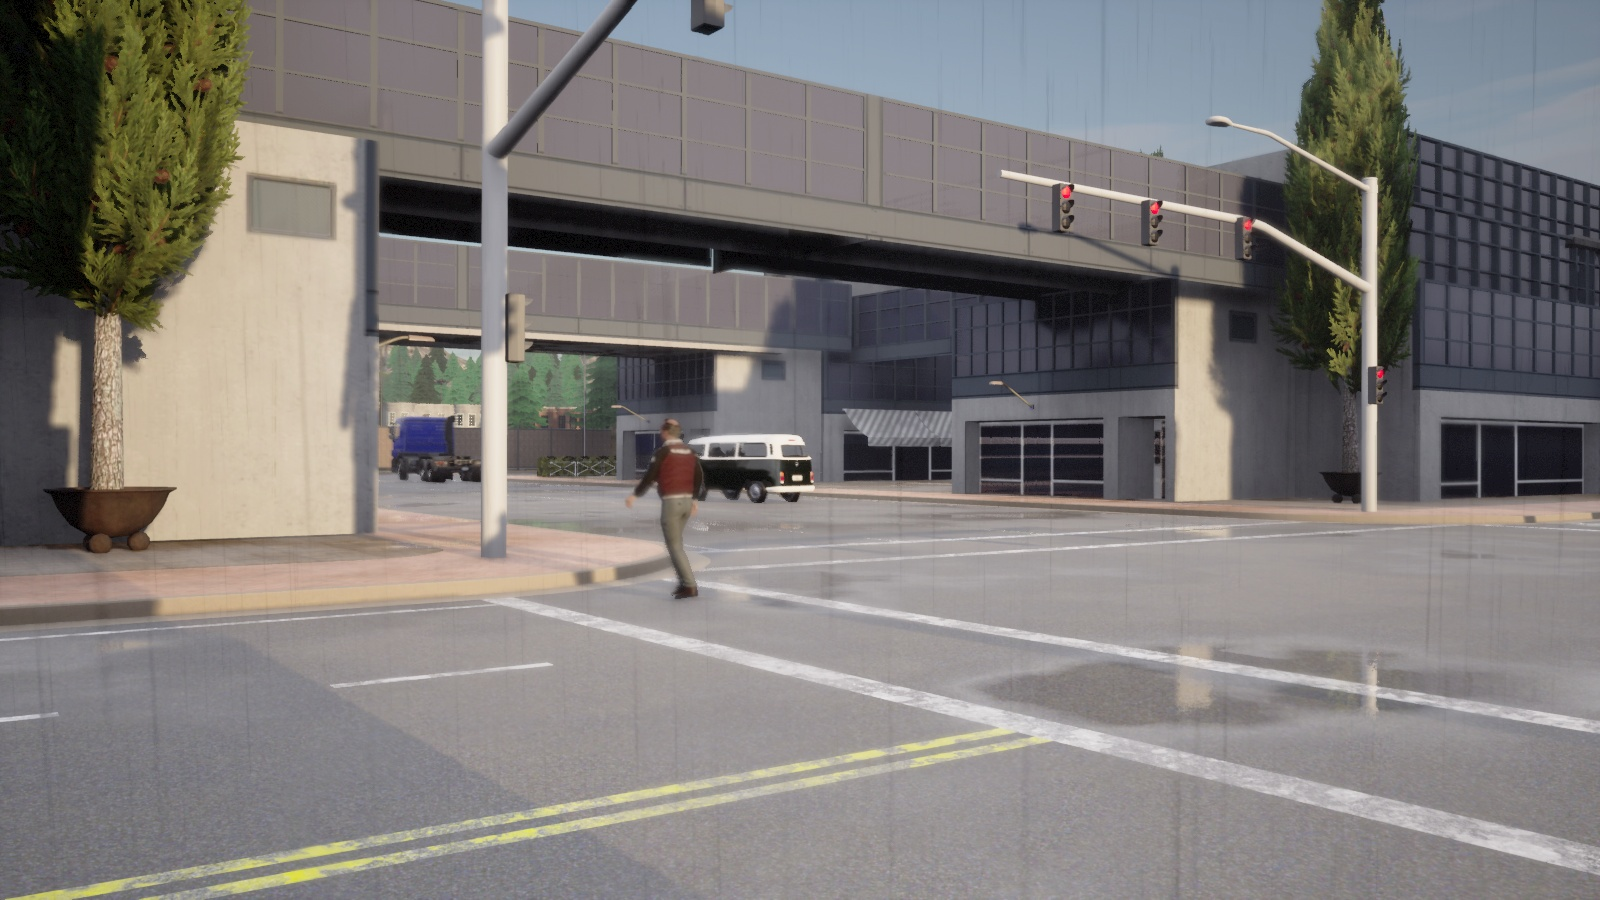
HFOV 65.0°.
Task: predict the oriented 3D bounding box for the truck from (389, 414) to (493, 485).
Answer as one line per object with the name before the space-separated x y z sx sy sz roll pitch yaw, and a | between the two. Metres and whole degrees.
truck | -18.688 -0.036 65.044 2.891 3.462 7.936 0 0 -34

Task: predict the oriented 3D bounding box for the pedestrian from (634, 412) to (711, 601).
pedestrian | -1.290 0.557 12.668 0.720 1.854 0.376 0 0 40

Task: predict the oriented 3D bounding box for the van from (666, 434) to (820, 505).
van | -1.775 0.565 38.180 4.480 2.038 2.069 0 0 41
